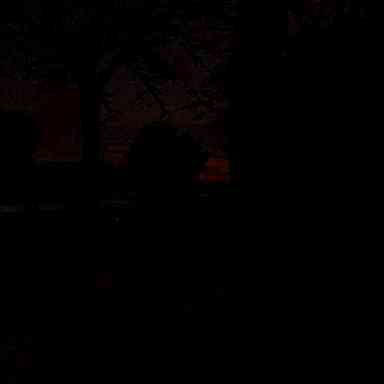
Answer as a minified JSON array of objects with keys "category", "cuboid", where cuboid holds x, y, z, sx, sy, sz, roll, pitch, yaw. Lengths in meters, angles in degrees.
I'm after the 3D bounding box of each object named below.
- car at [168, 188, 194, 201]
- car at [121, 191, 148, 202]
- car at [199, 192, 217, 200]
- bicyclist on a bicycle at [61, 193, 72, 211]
[{"category":"car","cuboid":[-1.690,0.358,52.461,2.150,2.045,5.566,2,1,28]},{"category":"car","cuboid":[-8.117,0.566,47.447,1.812,1.442,4.674,3,2,30]},{"category":"car","cuboid":[3.054,0.731,62.185,2.033,1.411,5.357,2,0,23]},{"category":"bicyclist on a bicycle","cuboid":[-11.519,0.883,30.441,1.656,1.620,0.582,1,1,36]}]
